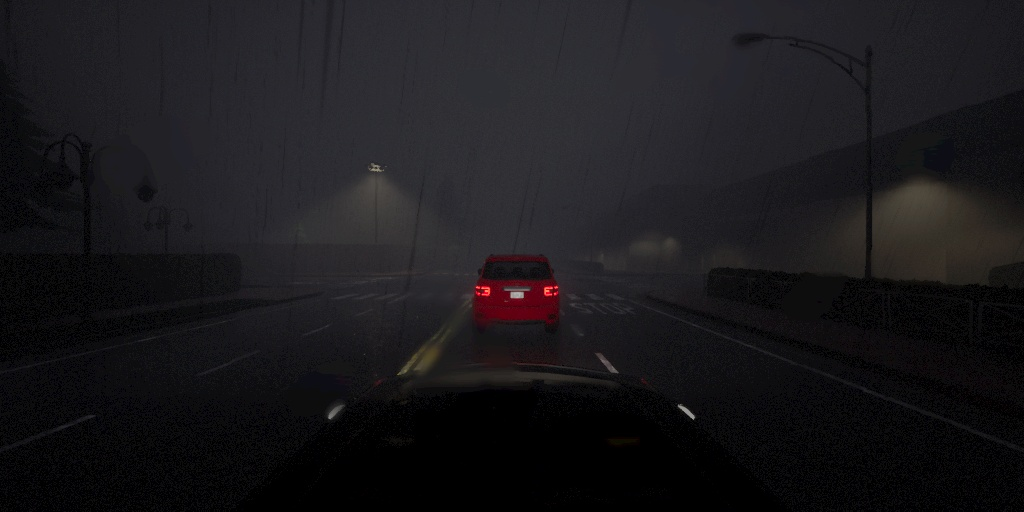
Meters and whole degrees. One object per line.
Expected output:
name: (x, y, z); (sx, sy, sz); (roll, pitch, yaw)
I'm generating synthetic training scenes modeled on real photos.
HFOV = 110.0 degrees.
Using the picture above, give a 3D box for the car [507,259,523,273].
car: (0.356, 1.228, 45.593); (1.882, 1.535, 5.008); (0, 0, 1)

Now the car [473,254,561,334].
car: (0.121, 0.971, 10.741); (2.150, 2.045, 5.566); (0, 0, 0)
